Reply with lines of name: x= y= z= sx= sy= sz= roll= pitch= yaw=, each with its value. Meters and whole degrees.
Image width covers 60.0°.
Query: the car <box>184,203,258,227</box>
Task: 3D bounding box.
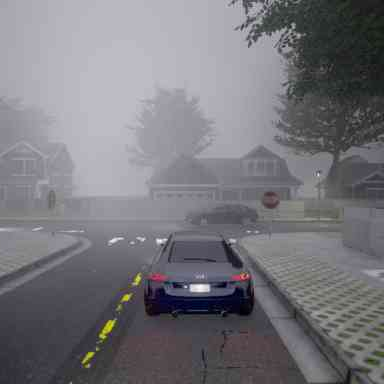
car: x=1.934 y=1.507 z=21.989 sx=4.892 sy=1.490 sz=1.837 roll=1 pitch=-1 yaw=-12

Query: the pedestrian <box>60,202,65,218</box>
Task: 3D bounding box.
pedestrian: x=-9.823 y=1.338 z=25.255 sx=0.375 sy=1.300 sz=0.375 roll=0 pitch=0 yaw=-1

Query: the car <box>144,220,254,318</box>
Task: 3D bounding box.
car: x=0.105 y=1.562 z=7.514 sx=1.994 sy=1.385 sz=4.181 roll=0 pitch=0 yaw=-1
